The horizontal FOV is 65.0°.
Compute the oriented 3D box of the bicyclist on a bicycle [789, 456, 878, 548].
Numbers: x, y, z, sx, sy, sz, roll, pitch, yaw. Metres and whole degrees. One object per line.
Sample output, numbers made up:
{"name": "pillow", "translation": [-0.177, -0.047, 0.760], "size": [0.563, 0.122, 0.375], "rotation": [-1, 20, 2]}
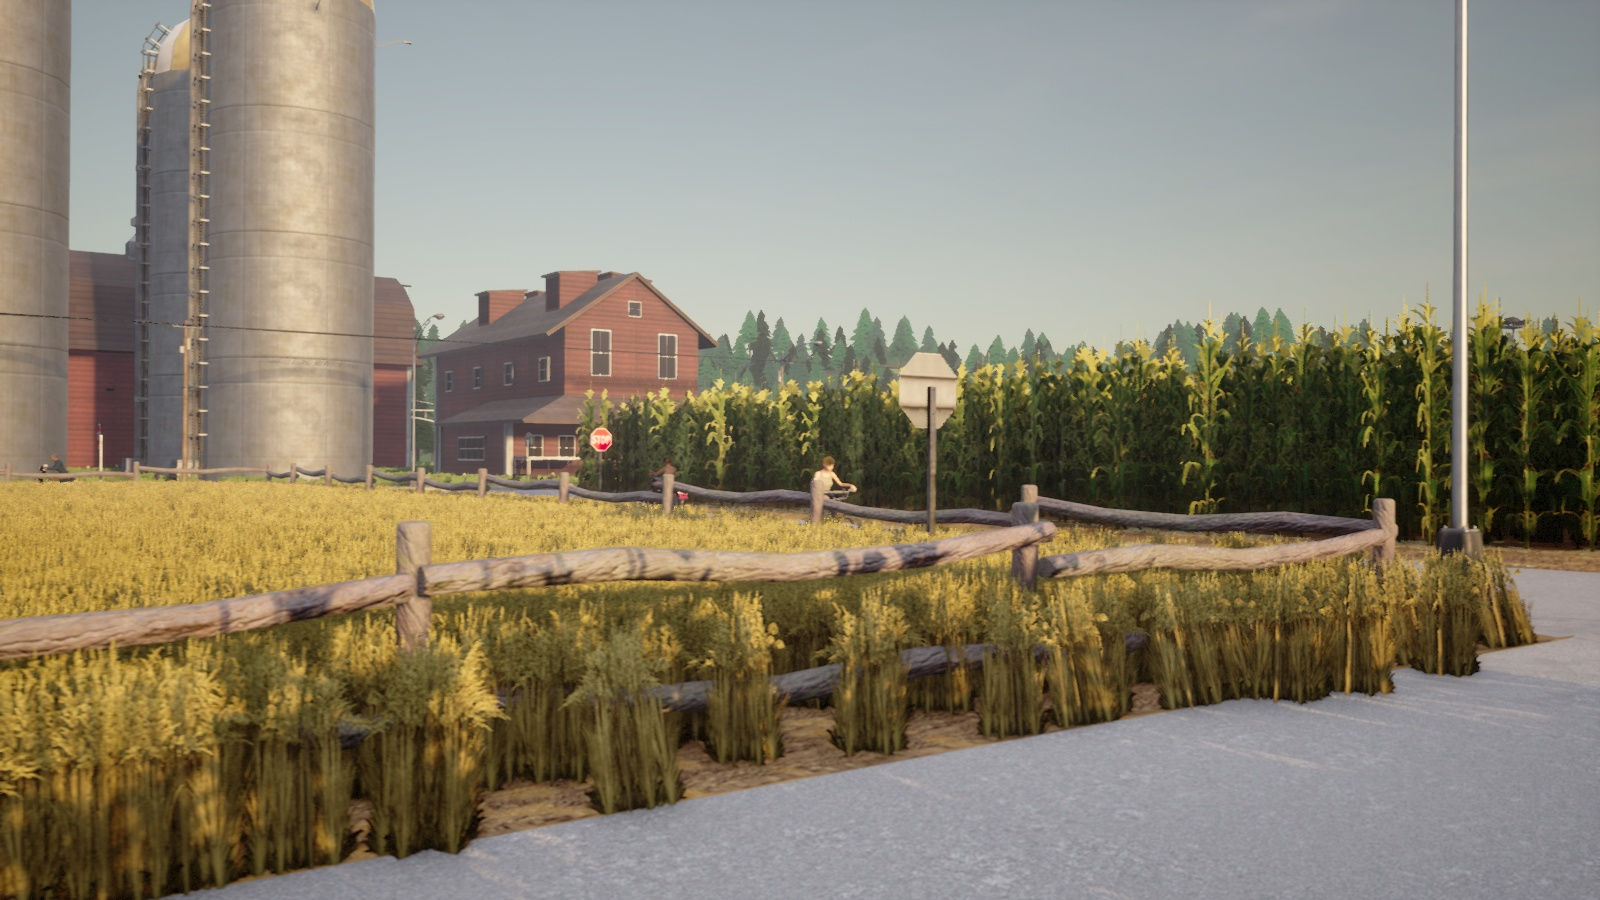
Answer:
{"name": "bicyclist on a bicycle", "translation": [0.593, 0.922, 22.809], "size": [0.866, 1.612, 1.509], "rotation": [0, -1, -35]}

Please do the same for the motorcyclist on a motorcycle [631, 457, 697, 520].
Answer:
{"name": "motorcyclist on a motorcycle", "translation": [-3.747, 1.028, 34.396], "size": [0.766, 1.649, 2.350], "rotation": [0, -1, -35]}
